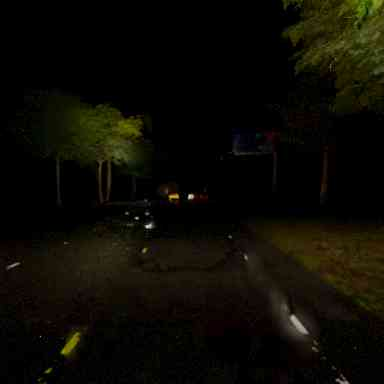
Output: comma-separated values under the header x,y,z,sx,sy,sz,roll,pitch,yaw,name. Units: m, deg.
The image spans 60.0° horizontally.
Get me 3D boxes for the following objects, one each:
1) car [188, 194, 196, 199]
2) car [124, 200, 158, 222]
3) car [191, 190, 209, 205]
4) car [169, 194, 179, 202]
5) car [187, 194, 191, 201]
x,y,z,sx,sy,sz,roll,pitch,yaw,name
0.084,1.105,83.212,1.994,1.385,4.181,0,0,0,car
-3.574,1.282,24.231,2.033,1.411,5.357,0,1,0,car
1.274,0.762,48.363,2.150,2.045,5.566,0,0,0,car
-3.454,1.045,64.456,1.882,1.535,5.008,0,0,1,car
0.068,1.120,67.207,1.812,1.442,4.674,0,0,0,car
